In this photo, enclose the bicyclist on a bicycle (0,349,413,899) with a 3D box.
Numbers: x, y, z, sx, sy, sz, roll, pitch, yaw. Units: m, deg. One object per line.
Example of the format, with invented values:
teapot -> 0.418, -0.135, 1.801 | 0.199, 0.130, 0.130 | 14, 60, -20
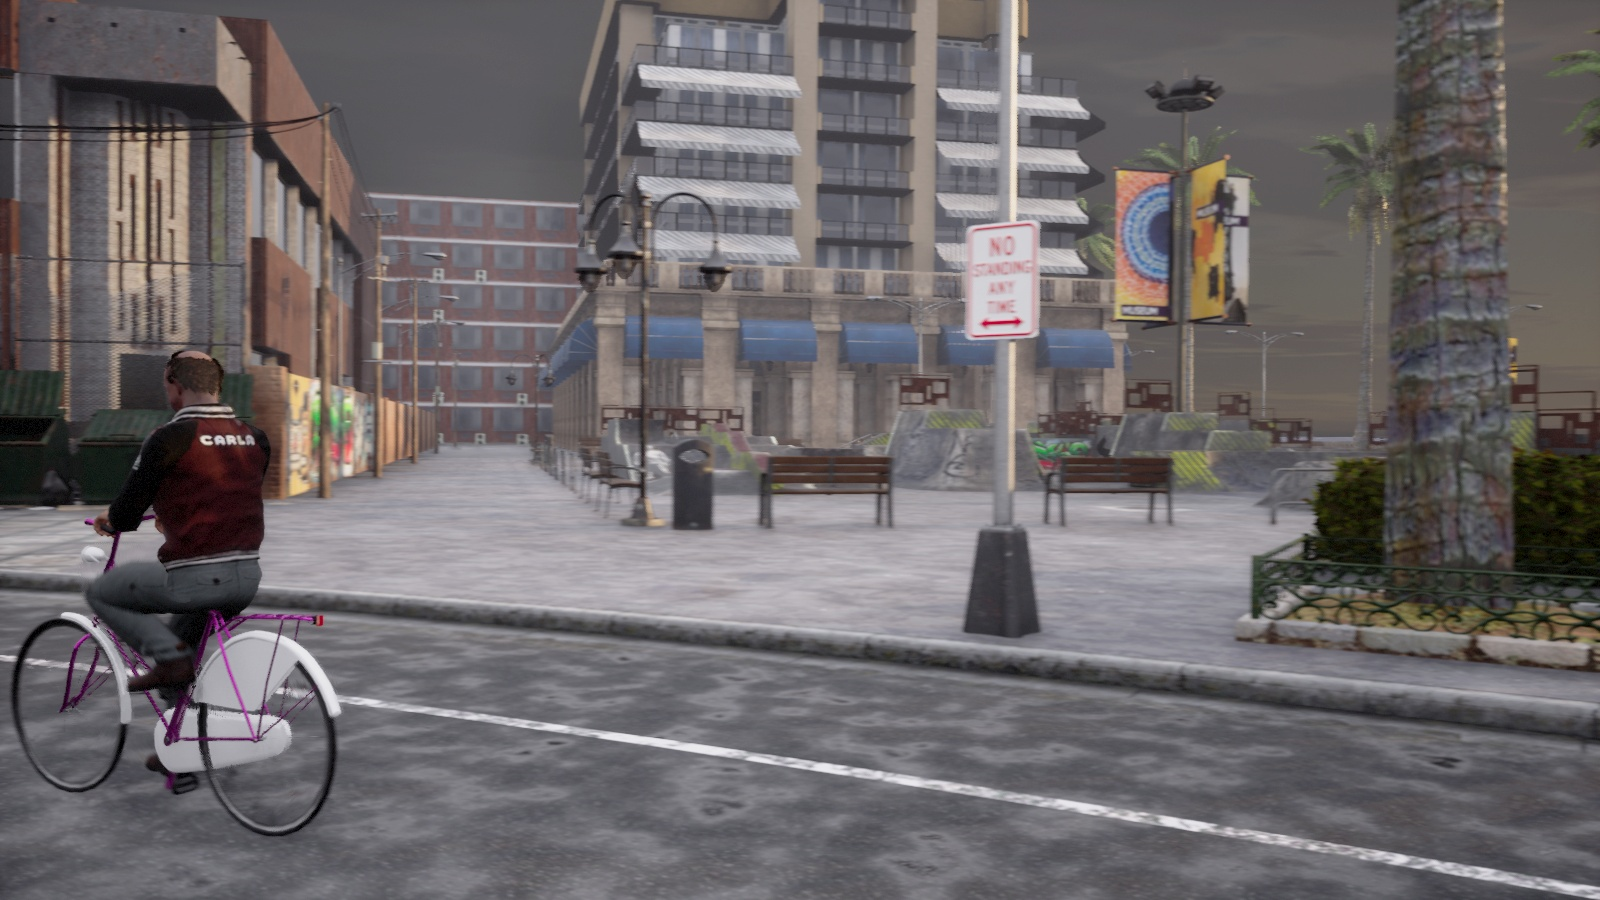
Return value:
bicyclist on a bicycle -> -2.411, 0.555, 4.755 | 1.843, 1.776, 0.659 | 0, 1, 27
